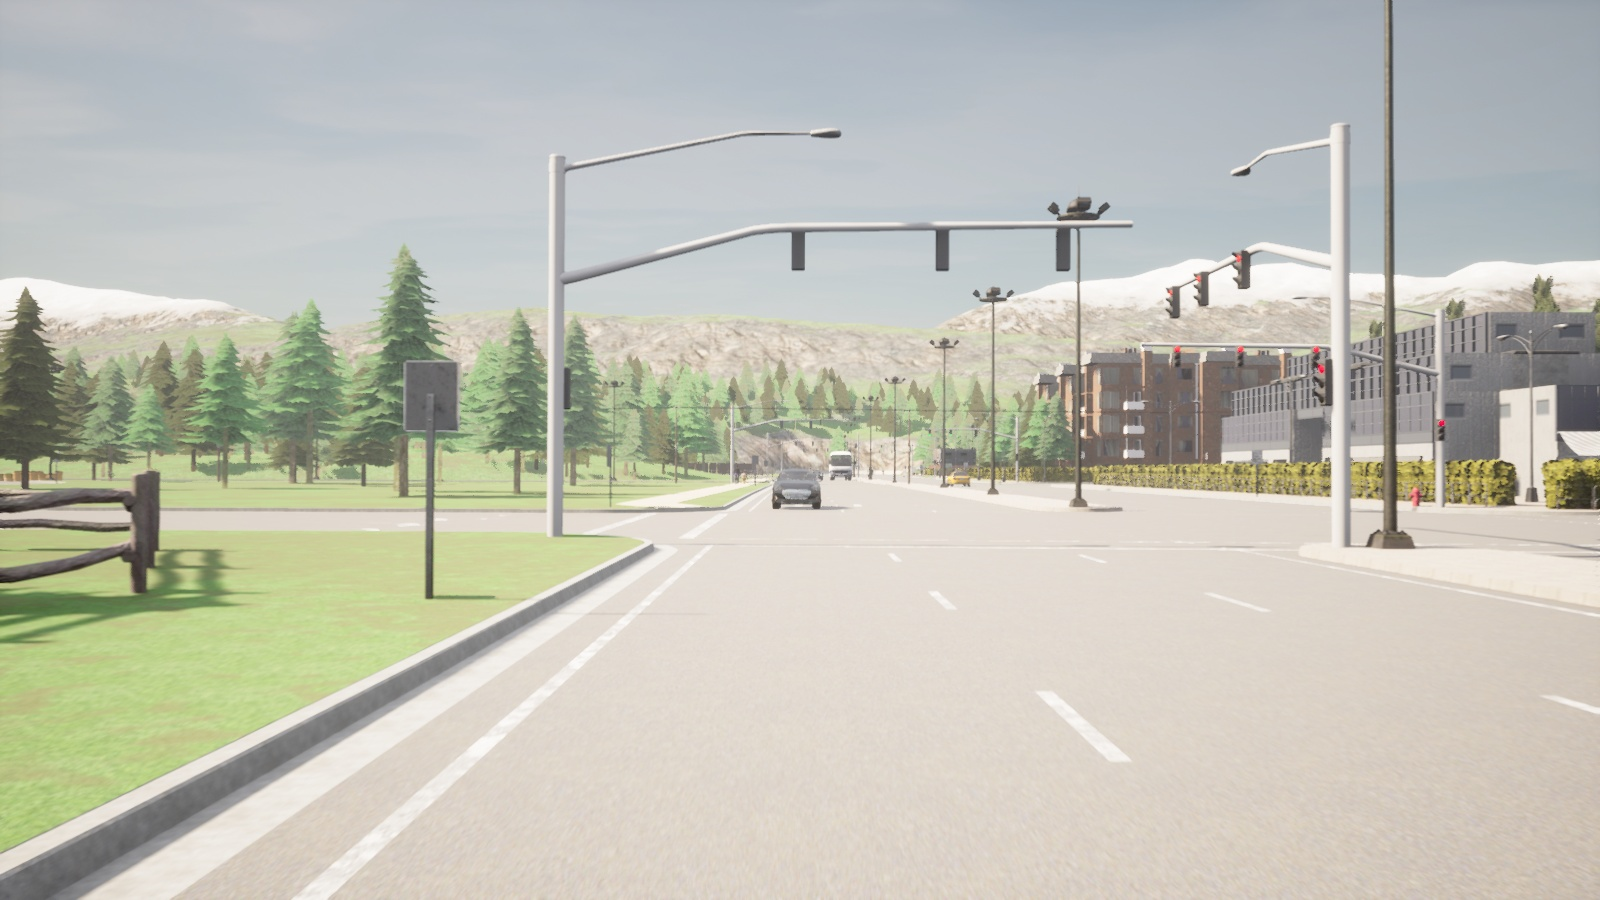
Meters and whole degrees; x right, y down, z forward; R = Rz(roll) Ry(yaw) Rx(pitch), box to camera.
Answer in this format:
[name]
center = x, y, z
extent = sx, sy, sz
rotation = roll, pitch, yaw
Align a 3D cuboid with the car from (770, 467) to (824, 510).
[car]
center = -0.123, 1.528, 50.582
extent = 2.033, 1.649, 4.856
rotation = 0, -1, 0
